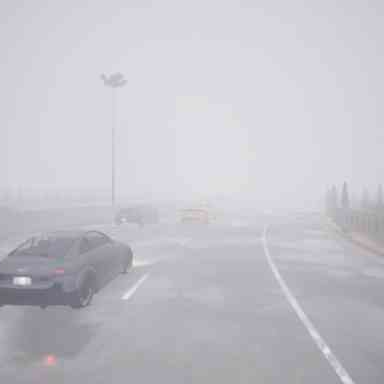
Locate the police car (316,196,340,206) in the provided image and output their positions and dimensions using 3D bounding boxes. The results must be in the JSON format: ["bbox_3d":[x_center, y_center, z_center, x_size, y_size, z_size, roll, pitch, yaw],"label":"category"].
[{"bbox_3d":[22.698,1.548,56.002,1.930,1.638,5.238,0,0,42],"label":"police car"}]

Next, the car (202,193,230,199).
[{"bbox_3d":[4.543,1.255,57.281,2.150,2.045,5.566,0,0,36],"label":"car"}]

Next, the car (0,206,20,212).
[{"bbox_3d":[-11.809,1.546,19.910,1.895,1.301,4.718,0,0,13],"label":"car"}]

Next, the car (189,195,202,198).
[{"bbox_3d":[1.991,1.586,59.697,1.994,1.385,4.181,0,0,36],"label":"car"}]

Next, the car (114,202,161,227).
[{"bbox_3d":[-3.633,1.492,23.032,1.837,1.490,4.892,0,0,14],"label":"car"}]

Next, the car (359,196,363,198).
[{"bbox_3d":[32.887,1.526,65.809,4.553,1.767,2.097,0,0,-41],"label":"car"}]

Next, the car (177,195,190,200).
[{"bbox_3d":[-0.960,1.360,61.547,2.097,1.767,4.553,0,0,36],"label":"car"}]

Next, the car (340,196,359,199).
[{"bbox_3d":[28.685,1.631,62.100,5.008,1.535,1.882,0,0,-43],"label":"car"}]

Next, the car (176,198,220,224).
[{"bbox_3d":[0.643,1.486,25.337,1.882,1.535,5.008,0,0,17],"label":"car"}]

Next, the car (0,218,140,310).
[{"bbox_3d":[-2.831,1.552,7.916,1.994,1.385,4.181,0,0,5],"label":"car"}]
